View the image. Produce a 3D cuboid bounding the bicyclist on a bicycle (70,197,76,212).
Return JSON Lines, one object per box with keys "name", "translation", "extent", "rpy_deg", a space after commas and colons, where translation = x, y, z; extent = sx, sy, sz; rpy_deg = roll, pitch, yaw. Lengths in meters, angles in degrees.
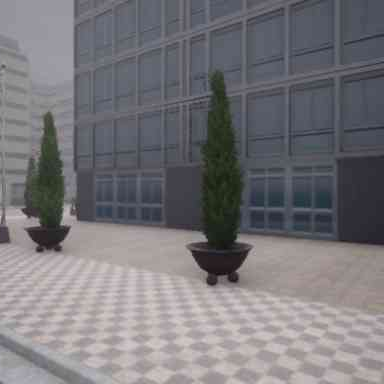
{"name": "bicyclist on a bicycle", "translation": [-11.503, 1.351, 32.652], "extent": [1.656, 1.620, 0.582], "rpy_deg": [0, 0, 35]}
